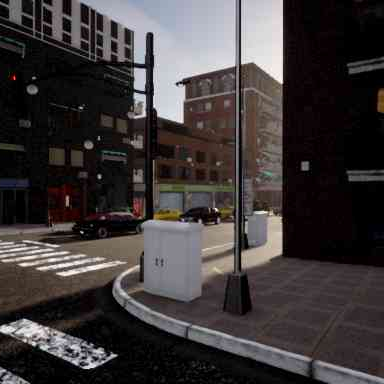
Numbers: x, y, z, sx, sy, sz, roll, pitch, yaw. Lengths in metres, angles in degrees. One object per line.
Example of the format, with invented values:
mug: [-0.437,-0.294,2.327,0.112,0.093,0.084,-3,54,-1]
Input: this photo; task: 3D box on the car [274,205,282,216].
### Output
car: [12.503,2.395,44.184,2.033,1.411,5.357,0,-1,35]

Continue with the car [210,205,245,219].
car: [3.970,2.155,36.553,1.752,1.417,4.829,-1,-2,35]

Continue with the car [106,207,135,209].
car: [-5.395,1.760,23.093,1.967,1.590,4.097,-1,-2,35]

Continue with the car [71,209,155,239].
car: [-4.640,1.883,19.615,1.895,1.301,4.718,0,-1,35]

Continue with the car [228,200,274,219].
car: [6.388,1.868,35.464,2.150,2.045,5.566,0,-1,35]

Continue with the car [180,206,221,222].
car: [0.913,2.094,32.158,1.947,1.339,4.313,-1,-2,35]

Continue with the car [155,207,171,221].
car: [-2.338,1.946,27.485,1.752,1.417,4.829,-1,-2,35]

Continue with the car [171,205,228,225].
car: [0.715,1.964,27.310,1.837,1.490,4.892,0,-1,35]
